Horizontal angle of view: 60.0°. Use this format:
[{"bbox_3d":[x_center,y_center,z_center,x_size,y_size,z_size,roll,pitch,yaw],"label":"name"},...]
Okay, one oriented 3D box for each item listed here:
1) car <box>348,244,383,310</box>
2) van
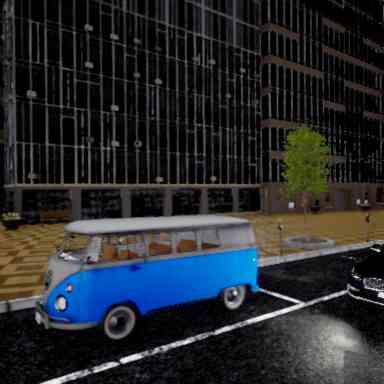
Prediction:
[{"bbox_3d":[5.293,1.551,7.093,4.892,1.490,1.837,1,0,-35],"label":"car"},{"bbox_3d":[-0.572,1.357,6.169,3.998,1.788,1.690,0,-1,-35],"label":"van"}]
